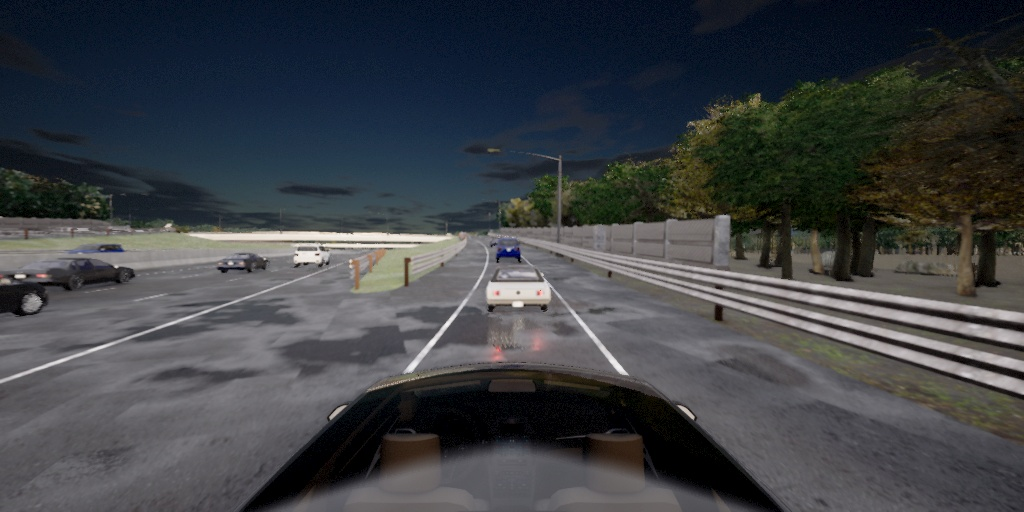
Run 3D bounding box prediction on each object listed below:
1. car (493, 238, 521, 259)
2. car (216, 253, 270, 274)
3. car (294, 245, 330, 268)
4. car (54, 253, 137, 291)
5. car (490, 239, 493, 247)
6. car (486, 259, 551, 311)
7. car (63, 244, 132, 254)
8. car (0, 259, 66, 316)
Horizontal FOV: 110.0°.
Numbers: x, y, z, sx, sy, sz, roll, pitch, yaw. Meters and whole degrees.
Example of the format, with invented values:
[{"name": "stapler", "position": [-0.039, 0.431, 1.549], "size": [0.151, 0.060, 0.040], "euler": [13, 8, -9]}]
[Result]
[{"name": "car", "position": [-0.394, -0.622, 32.452], "size": [2.150, 2.045, 5.566], "euler": [0, 4, -3]}, {"name": "car", "position": [-19.796, 0.485, 26.620], "size": [2.033, 1.411, 5.357], "euler": [0, 2, -18]}, {"name": "car", "position": [-18.367, -0.028, 33.119], "size": [2.150, 2.045, 5.566], "euler": [0, 2, -18]}, {"name": "car", "position": [-20.156, 0.785, 16.506], "size": [2.033, 1.411, 5.357], "euler": [0, 2, -18]}, {"name": "car", "position": [-2.431, -2.115, 56.517], "size": [1.994, 1.385, 4.181], "euler": [0, 4, -6]}, {"name": "car", "position": [0.158, 0.985, 12.400], "size": [1.895, 1.301, 4.718], "euler": [0, 3, 0]}, {"name": "car", "position": [-41.409, -0.205, 35.641], "size": [2.150, 2.045, 5.566], "euler": [0, 1, -18]}, {"name": "car", "position": [-13.787, 0.970, 8.314], "size": [1.837, 1.490, 4.892], "euler": [0, 1, -18]}]
